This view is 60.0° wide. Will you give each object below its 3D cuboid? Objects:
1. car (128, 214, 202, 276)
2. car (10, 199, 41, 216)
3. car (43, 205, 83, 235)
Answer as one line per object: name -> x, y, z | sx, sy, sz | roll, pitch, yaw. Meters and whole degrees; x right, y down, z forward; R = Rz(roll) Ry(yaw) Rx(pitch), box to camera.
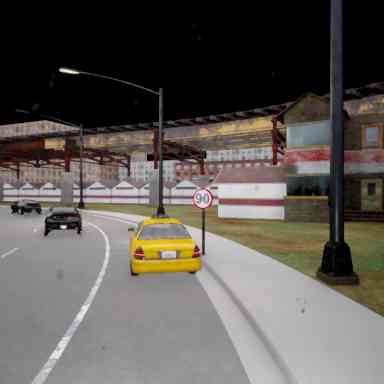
car -> -1.018, 1.457, 10.389 | 1.801, 1.575, 5.366 | 0, 0, -11
car -> -16.694, 1.505, 33.272 | 1.837, 1.490, 4.892 | 1, -1, -44
car -> -7.377, 1.504, 19.068 | 1.837, 1.490, 4.892 | 1, 0, -21
